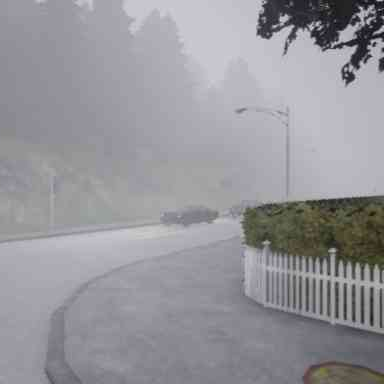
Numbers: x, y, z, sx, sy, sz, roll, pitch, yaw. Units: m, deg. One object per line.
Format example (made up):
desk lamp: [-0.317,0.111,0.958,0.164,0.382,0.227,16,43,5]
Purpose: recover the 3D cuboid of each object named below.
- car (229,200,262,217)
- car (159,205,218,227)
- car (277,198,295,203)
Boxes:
car: [5.228,1.506,30.747,2.128,1.511,4.902,0,0,36]
car: [-0.141,1.614,23.234,1.895,1.301,4.718,0,0,36]
car: [11.171,1.492,39.041,1.882,1.535,5.008,0,0,36]
